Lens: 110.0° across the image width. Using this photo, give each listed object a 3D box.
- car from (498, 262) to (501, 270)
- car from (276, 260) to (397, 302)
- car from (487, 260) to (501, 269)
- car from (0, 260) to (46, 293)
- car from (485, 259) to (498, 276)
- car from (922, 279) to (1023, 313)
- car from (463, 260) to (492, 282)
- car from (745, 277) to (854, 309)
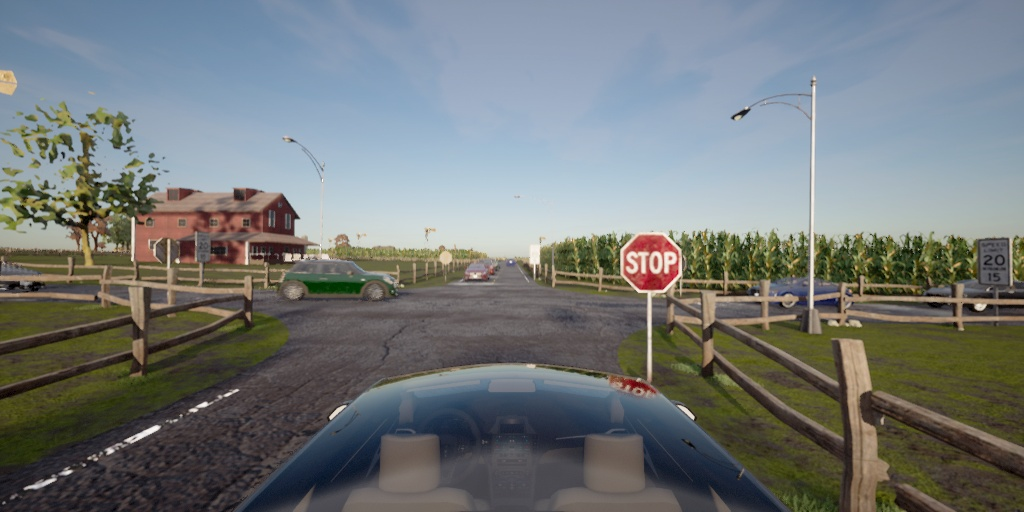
[{"bbox_3d":[-2.931,1.189,48.682,2.097,1.767,4.553,0,0,0],"label":"car"},{"bbox_3d":[-7.304,0.983,15.440,4.553,1.767,2.097,2,0,-17],"label":"car"},{"bbox_3d":[-2.886,1.424,58.535,1.994,1.385,4.181,0,0,0],"label":"car"},{"bbox_3d":[-21.781,0.760,14.305,4.902,1.511,2.128,1,-1,0],"label":"car"},{"bbox_3d":[-2.924,1.167,38.992,2.097,1.767,4.553,0,0,0],"label":"car"},{"bbox_3d":[22.493,1.844,16.985,4.892,1.490,1.837,1,-1,0],"label":"car"},{"bbox_3d":[-2.878,1.322,29.953,1.812,1.442,4.674,0,0,-1],"label":"car"},{"bbox_3d":[13.570,1.696,17.042,4.181,1.385,1.994,1,-1,-2],"label":"car"}]
